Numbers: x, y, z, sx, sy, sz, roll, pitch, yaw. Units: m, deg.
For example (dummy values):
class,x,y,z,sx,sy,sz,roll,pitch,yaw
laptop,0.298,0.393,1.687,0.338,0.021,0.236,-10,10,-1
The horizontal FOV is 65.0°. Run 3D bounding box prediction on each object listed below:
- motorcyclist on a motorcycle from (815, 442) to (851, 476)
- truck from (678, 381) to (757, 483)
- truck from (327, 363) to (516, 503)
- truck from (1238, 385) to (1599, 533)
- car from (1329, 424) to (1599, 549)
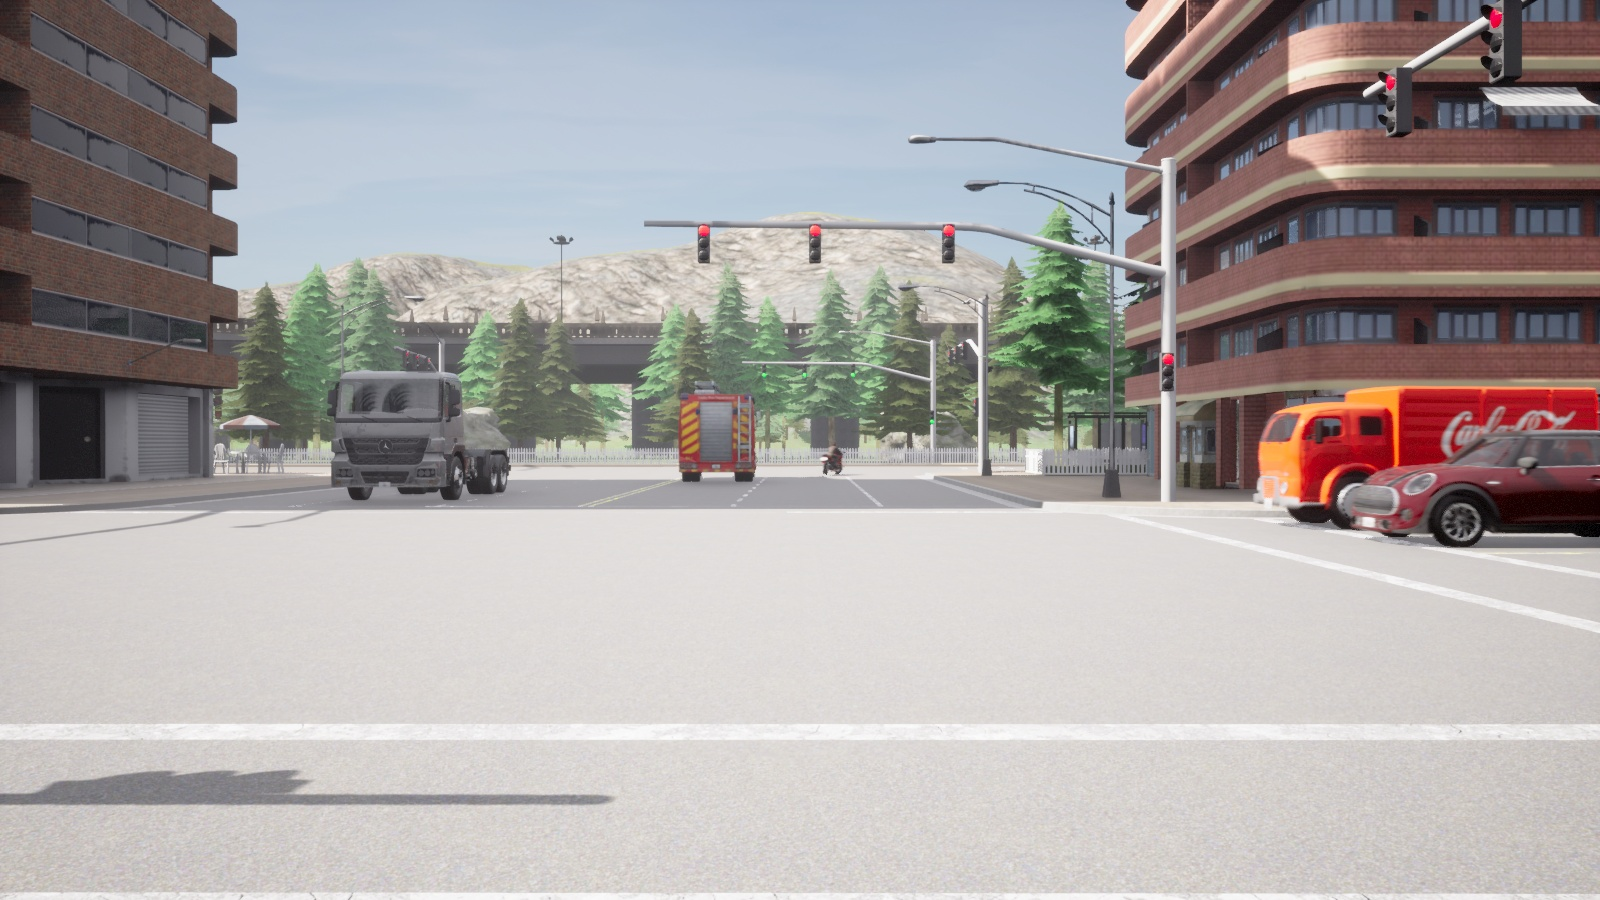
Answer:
class,x,y,z,sx,sy,sz,roll,pitch,yaw
motorcyclist on a motorcycle,1.539,0.398,57.898,0.797,1.523,2.044,3,2,27
truck,-3.253,-0.712,51.563,2.891,3.827,8.468,0,0,-1
truck,-10.310,-0.442,35.209,2.891,3.462,7.936,0,0,0
truck,10.806,0.143,22.220,5.204,2.467,2.627,0,0,0
car,10.608,0.508,18.717,4.553,1.767,2.097,0,0,0
